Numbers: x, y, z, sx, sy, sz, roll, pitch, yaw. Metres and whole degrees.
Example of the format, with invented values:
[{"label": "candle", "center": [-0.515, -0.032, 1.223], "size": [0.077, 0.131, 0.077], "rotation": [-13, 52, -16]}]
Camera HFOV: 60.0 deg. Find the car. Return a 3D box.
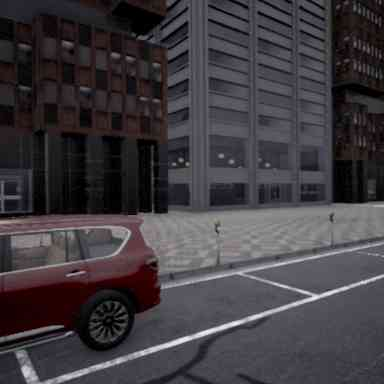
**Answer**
[{"label": "car", "center": [-2.808, 1.313, 4.650], "size": [5.009, 1.841, 2.192], "rotation": [-1, 0, -35]}]
